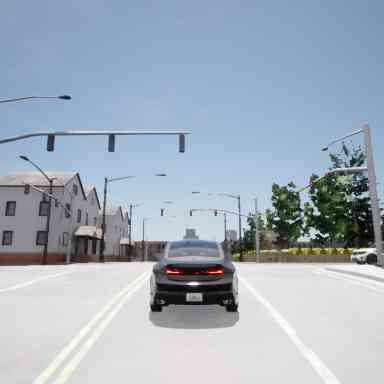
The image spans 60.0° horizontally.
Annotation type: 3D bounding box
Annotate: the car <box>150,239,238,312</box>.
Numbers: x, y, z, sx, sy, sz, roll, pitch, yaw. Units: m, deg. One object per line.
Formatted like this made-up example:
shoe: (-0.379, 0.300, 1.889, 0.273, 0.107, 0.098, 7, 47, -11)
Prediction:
car: (0.045, 1.985, 8.589, 1.837, 1.490, 4.892, 0, -7, 0)

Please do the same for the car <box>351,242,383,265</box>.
car: (16.794, 5.314, 28.831, 5.566, 2.045, 2.150, 0, -12, 1)

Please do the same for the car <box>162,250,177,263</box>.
car: (-3.755, 10.884, 55.681, 2.150, 2.045, 5.566, 0, -12, 0)

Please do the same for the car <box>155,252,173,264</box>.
car: (-3.735, 8.984, 45.166, 2.128, 1.511, 4.902, 0, -12, 0)
